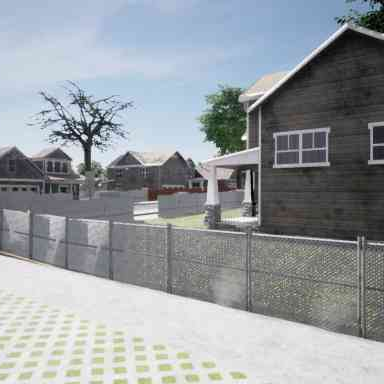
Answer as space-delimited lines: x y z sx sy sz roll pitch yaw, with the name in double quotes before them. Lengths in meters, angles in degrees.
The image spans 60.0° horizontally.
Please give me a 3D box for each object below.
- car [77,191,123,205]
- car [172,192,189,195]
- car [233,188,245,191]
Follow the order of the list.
"car" -8.150 0.732 29.298 2.097 1.767 4.553 0 2 35
"car" -1.524 0.668 38.684 1.895 1.301 4.718 0 2 35
"car" 7.594 0.123 51.447 1.882 1.535 5.008 0 2 35
